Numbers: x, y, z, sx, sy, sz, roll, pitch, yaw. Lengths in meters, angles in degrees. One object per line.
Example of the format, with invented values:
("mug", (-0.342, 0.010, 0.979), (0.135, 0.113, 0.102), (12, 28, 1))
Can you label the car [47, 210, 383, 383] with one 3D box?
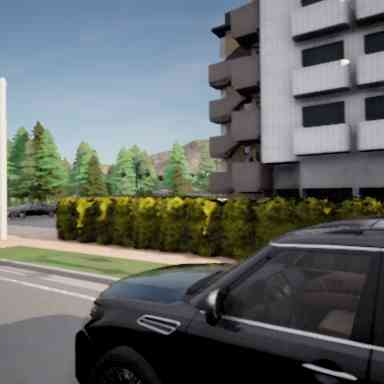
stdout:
("car", (1.454, 1.220, 2.675), (5.566, 2.045, 2.150), (0, 0, 35))

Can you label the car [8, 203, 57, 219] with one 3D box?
("car", (-15.868, 1.840, 33.148), (2.128, 1.511, 4.902), (-1, 0, 35))
